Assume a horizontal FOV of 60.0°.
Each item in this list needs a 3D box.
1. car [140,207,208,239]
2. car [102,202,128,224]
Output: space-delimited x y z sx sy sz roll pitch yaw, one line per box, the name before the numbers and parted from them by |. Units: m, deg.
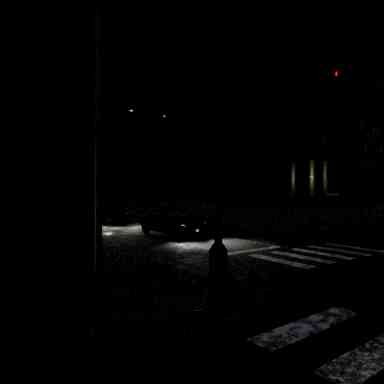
car | -1.108 1.530 17.529 1.812 1.442 4.674 0 0 -36
car | -6.488 1.484 24.990 1.882 1.535 5.008 0 0 -36
